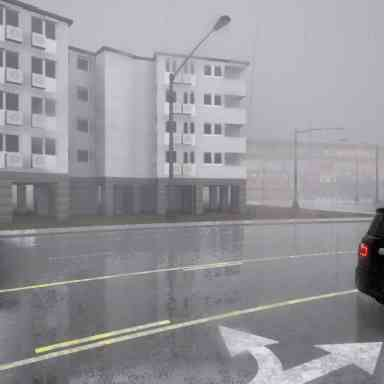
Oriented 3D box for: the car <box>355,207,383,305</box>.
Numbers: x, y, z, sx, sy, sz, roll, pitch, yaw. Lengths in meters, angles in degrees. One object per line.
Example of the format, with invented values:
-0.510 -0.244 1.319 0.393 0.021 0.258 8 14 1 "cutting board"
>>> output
5.697 1.221 6.288 5.566 2.045 2.150 0 0 -23 "car"
